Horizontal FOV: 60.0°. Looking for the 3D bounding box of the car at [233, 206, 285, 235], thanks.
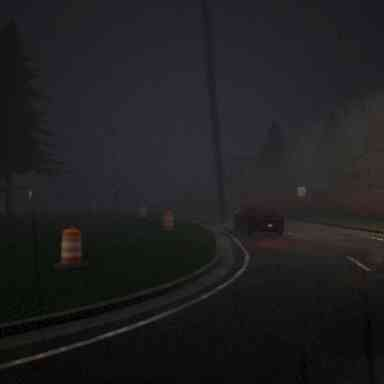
[{"bbox_3d":[3.682,1.525,19.085,1.882,1.535,5.008,1,0,-5],"label":"car"}]
